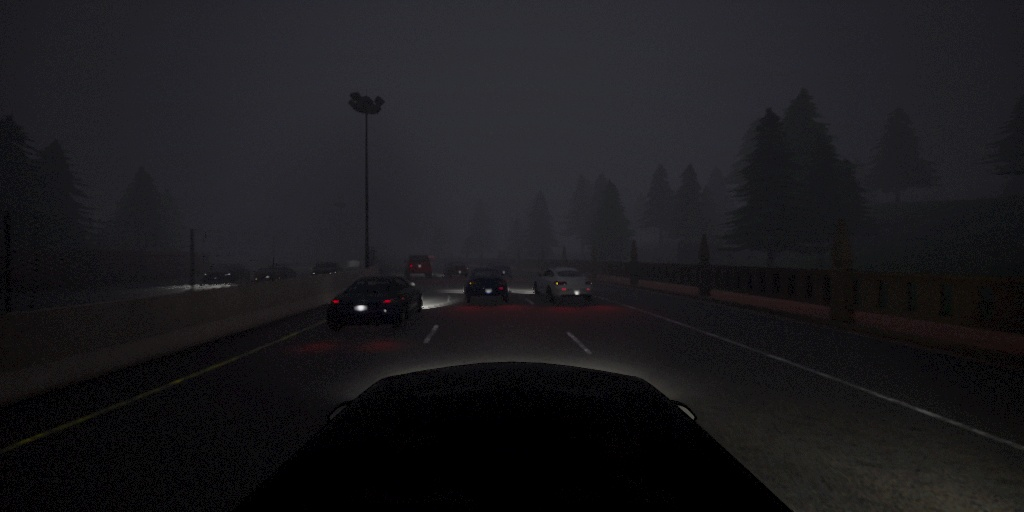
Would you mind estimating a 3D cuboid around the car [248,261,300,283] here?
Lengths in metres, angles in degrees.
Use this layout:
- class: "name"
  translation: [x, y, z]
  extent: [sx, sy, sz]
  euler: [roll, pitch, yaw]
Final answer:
- class: "car"
  translation: [-18.305, 1.319, 27.880]
  extent: [1.994, 1.385, 4.181]
  euler: [0, 0, -17]

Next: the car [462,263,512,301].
- class: "car"
  translation: [-1.301, 1.245, 16.967]
  extent: [1.812, 1.442, 4.674]
  euler: [0, 0, -9]

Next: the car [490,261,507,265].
- class: "car"
  translation: [-1.365, 1.209, 32.887]
  extent: [1.812, 1.442, 4.674]
  euler: [0, 0, -16]

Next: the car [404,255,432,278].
- class: "car"
  translation: [-8.629, 0.931, 32.847]
  extent: [2.150, 2.045, 5.566]
  euler: [0, 0, -18]

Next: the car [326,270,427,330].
- class: "car"
  translation: [-4.077, 1.307, 11.232]
  extent: [1.994, 1.385, 4.181]
  euler: [0, 0, -5]

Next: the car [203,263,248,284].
- class: "car"
  translation: [-21.949, 1.294, 27.867]
  extent: [1.812, 1.442, 4.674]
  euler: [0, 0, -18]

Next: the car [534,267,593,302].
- class: "car"
  translation: [2.283, 1.233, 16.658]
  extent: [1.812, 1.442, 4.674]
  euler: [0, 0, -8]

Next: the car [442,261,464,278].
- class: "car"
  translation: [-5.301, 1.221, 33.729]
  extent: [1.812, 1.442, 4.674]
  euler: [0, 0, -18]

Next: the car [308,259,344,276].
- class: "car"
  translation: [-15.264, 1.244, 29.889]
  extent: [1.837, 1.490, 4.892]
  euler: [0, 0, -18]
